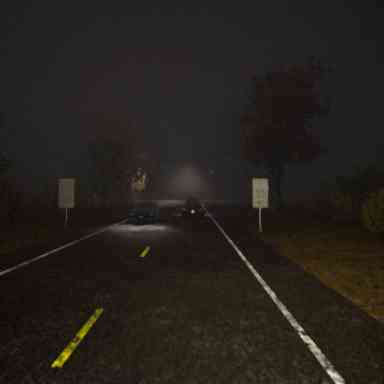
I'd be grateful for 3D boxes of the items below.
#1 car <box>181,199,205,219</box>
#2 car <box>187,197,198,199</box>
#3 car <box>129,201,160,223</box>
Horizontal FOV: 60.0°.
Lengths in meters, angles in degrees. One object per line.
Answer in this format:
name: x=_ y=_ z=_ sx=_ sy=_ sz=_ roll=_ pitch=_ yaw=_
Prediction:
car: x=0.081 y=1.575 z=29.024 sx=1.994 sy=1.385 sz=4.181 roll=0 pitch=0 yaw=0
car: x=0.098 y=1.400 z=43.859 sx=2.097 sy=1.767 sz=4.553 roll=0 pitch=0 yaw=0
car: x=-3.571 y=1.486 z=25.859 sx=1.882 sy=1.535 sz=5.008 roll=0 pitch=0 yaw=0
